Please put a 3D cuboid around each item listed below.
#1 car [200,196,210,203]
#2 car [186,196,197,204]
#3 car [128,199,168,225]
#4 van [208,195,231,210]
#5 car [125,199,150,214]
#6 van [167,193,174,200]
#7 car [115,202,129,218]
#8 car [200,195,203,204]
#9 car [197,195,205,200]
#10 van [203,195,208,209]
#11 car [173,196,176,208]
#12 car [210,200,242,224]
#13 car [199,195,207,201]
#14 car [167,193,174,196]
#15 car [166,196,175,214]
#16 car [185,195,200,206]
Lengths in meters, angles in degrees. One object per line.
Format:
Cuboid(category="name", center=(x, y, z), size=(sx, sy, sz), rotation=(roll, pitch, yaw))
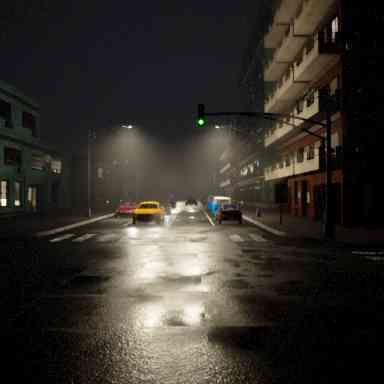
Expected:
Cuboid(category="car", center=(2.596, 1.527, 69.156), size=(1.947, 1.339, 4.313), rotation=(1, 0, 0))
Cuboid(category="car", center=(-0.100, 1.532, 64.414), size=(1.994, 1.385, 4.181), rotation=(0, 0, 0))
Cuboid(category="car", center=(-3.126, 1.474, 24.555), size=(1.882, 1.535, 5.008), rotation=(0, 0, 0))
Cuboid(category="van", center=(2.658, 1.335, 30.090), size=(1.690, 1.788, 3.998), rotation=(1, 0, 0))
Cuboid(category="car", center=(-5.733, 1.536, 35.622), size=(1.887, 1.381, 4.507), rotation=(1, 0, 0))
Cuboid(category="van", center=(-5.815, 1.269, 91.424), size=(1.690, 1.788, 3.998), rotation=(1, 0, 0))
Cuboid(category="car", center=(-5.725, 1.576, 30.042), size=(1.802, 1.307, 4.206), rotation=(1, 0, 0))
Cuboid(category="car", center=(2.621, 1.506, 52.583), size=(1.752, 1.417, 4.829), rotation=(1, 0, 0))
Cuboid(category="car", center=(2.562, 1.478, 91.479), size=(2.008, 1.369, 4.403), rotation=(1, 0, 0))
Cuboid(category="van", center=(2.642, 1.330, 41.252), size=(1.690, 1.788, 3.998), rotation=(1, 0, 0))
Cuboid(category="car", center=(-3.159, 1.587, 45.210), size=(1.895, 1.301, 4.718), rotation=(0, 0, 0))
Cuboid(category="car", center=(2.664, 1.547, 24.510), size=(2.008, 1.369, 4.403), rotation=(1, 0, 0))
Cuboid(category="car", center=(2.579, 1.490, 80.318), size=(1.887, 1.381, 4.507), rotation=(1, 0, 0))
Cuboid(category="car", center=(-5.810, 1.503, 85.844), size=(1.947, 1.339, 4.313), rotation=(1, 0, 0))
Cuboid(category="car", center=(-3.140, 1.497, 34.598), size=(1.837, 1.490, 4.892), rotation=(0, 0, 0))
Cuboid(category="car", center=(-0.083, 1.542, 54.372), size=(1.994, 1.385, 4.181), rotation=(0, 0, 0))
